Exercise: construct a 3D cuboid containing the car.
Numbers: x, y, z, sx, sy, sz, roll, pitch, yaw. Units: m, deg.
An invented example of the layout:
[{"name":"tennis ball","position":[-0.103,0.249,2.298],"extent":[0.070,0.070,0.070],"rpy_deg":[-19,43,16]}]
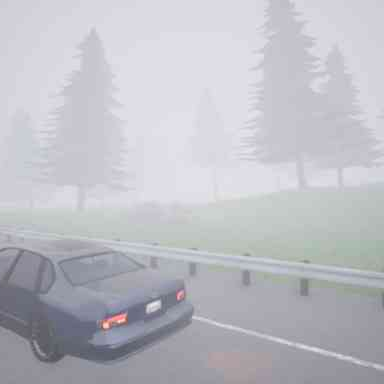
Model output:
[{"name":"car","position":[-2.516,1.571,5.904],"extent":[5.357,1.411,2.033],"rpy_deg":[0,0,37]}]
